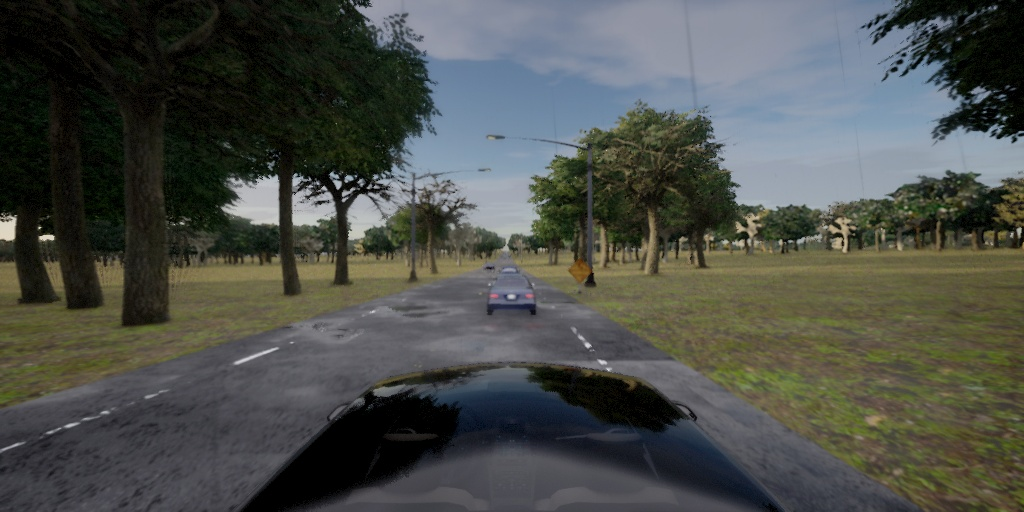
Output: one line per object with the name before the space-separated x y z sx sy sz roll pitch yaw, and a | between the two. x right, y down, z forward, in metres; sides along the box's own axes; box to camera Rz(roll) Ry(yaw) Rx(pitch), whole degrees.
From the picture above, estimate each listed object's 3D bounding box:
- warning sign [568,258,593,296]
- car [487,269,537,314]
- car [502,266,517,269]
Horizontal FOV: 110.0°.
warning sign | 3.483 1.038 18.468 1.300 1.860 1.060 0 0 -1
car | -0.015 1.424 14.382 2.033 1.411 5.357 0 -1 0
car | -0.214 1.607 30.787 1.812 1.442 4.674 0 -1 0
